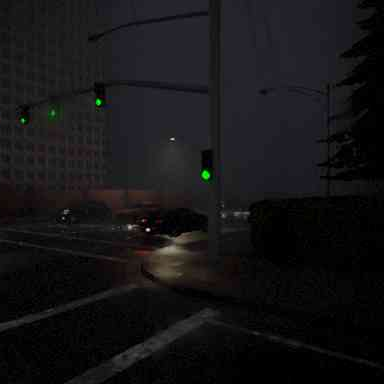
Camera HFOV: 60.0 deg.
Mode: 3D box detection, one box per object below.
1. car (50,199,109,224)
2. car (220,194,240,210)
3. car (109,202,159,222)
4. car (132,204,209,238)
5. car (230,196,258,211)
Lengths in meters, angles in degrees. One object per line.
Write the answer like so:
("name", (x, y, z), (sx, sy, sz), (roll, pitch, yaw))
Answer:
("car", (-8.477, 1.407, 25.513), (2.097, 1.767, 4.553), (0, 0, 35))
("car", (4.650, 1.279, 43.813), (2.150, 2.045, 5.566), (0, 0, 36))
("car", (-3.746, 1.532, 26.120), (1.882, 1.535, 5.008), (0, 0, 36))
("car", (-0.731, 1.569, 18.120), (1.837, 1.490, 4.892), (0, 0, 35))
("car", (7.182, 1.602, 41.343), (2.033, 1.411, 5.357), (0, 0, 36))
